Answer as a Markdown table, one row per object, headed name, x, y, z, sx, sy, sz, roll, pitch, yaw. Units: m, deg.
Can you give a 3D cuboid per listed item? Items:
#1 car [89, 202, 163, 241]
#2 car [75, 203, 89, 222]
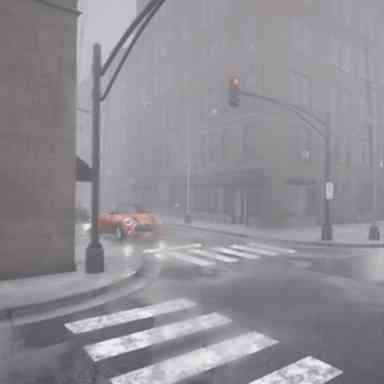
| name | x | y | z | sx | sy | sz | roll | pitch | yaw |
| --- | --- | --- | --- | --- | --- | --- | --- | --- | --- |
| car | -3.300 | 1.337 | 16.851 | 2.097 | 1.767 | 4.553 | 1 | 0 | -35 |
| car | -9.458 | 1.467 | 25.473 | 2.033 | 1.411 | 5.357 | 1 | 0 | -36 |
